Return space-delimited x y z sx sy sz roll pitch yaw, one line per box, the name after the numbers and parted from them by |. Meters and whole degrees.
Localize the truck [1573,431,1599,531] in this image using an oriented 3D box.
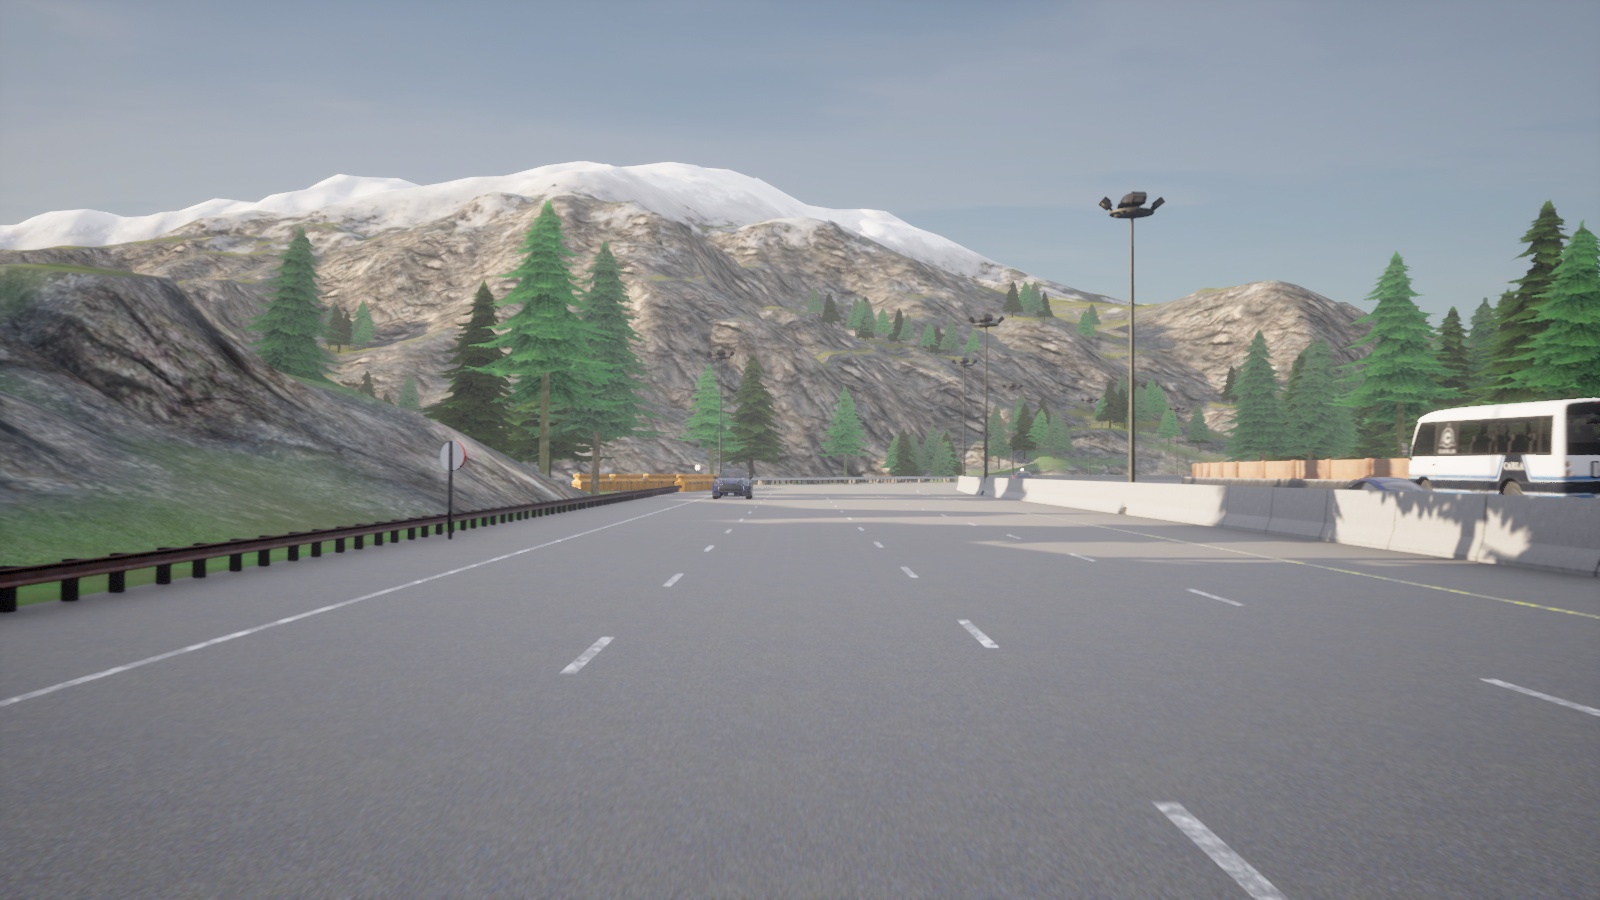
20.927 0.735 29.227 2.627 2.467 5.204 0 -1 0 | truck

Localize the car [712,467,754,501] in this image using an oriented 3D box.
-3.668 1.846 69.201 2.097 1.767 4.553 0 -1 0 | car

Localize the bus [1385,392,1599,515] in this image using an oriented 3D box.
27.528 0.150 49.084 3.944 4.253 10.273 -1 -1 -3 | bus

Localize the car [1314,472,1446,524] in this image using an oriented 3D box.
17.408 1.406 37.981 1.812 1.442 4.674 0 -1 0 | car
